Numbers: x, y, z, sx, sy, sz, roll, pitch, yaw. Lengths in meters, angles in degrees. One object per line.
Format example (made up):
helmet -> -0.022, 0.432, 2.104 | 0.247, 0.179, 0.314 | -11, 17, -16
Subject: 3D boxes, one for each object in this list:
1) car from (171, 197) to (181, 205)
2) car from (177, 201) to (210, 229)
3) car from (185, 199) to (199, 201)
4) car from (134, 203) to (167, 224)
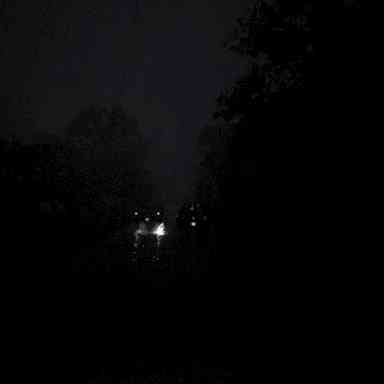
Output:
car -> -3.058, 1.693, 64.138 | 2.033, 1.411, 5.357 | 0, -1, 0
car -> 0.069, 1.474, 20.642 | 1.895, 1.301, 4.718 | 0, 0, 0
car -> 0.002, 1.465, 37.036 | 1.895, 1.301, 4.718 | 0, 0, 0
car -> -2.893, 1.462, 23.639 | 1.895, 1.301, 4.718 | 0, 0, 0
